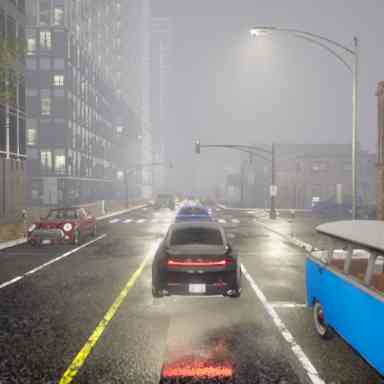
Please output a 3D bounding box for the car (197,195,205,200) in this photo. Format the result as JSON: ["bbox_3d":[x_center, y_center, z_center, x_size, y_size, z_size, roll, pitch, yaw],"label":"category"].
[{"bbox_3d":[2.569,1.509,92.472,2.008,1.369,4.403,-1,0,0],"label":"car"}]

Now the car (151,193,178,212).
[{"bbox_3d":[-3.151,1.204,39.382,2.150,2.045,5.566,0,0,0],"label":"car"}]

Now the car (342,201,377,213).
[{"bbox_3d":[16.381,1.786,29.958,4.313,1.339,1.947,1,0,1],"label":"car"}]

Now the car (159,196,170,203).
[{"bbox_3d":[-5.751,1.533,69.941,1.947,1.339,4.313,-1,0,0],"label":"car"}]

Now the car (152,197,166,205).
[{"bbox_3d":[-5.738,1.537,58.652,1.947,1.339,4.313,-1,0,0],"label":"car"}]

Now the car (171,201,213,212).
[{"bbox_3d":[0.070,1.468,17.957,1.882,1.535,5.008,0,0,0],"label":"car"}]

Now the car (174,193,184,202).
[{"bbox_3d":[-3.094,1.187,79.574,2.150,2.045,5.566,0,0,0],"label":"car"}]

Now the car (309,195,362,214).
[{"bbox_3d":[15.507,1.341,35.750,5.566,2.045,2.150,1,1,1],"label":"car"}]

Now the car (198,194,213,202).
[{"bbox_3d":[2.607,1.411,58.608,1.967,1.590,4.097,-1,0,0],"label":"car"}]

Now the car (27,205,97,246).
[{"bbox_3d":[-5.722,1.432,15.061,1.967,1.590,4.097,-1,0,0],"label":"car"}]

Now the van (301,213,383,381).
[{"bbox_3d":[2.669,1.339,3.987,1.690,1.788,3.998,-1,0,0],"label":"van"}]

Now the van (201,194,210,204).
[{"bbox_3d":[2.599,1.310,64.252,1.690,1.788,3.998,-1,0,0],"label":"van"}]

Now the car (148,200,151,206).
[{"bbox_3d":[-5.902,1.499,52.838,1.752,1.417,4.829,-1,0,0],"label":"car"}]

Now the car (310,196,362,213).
[{"bbox_3d":[16.480,1.402,38.335,5.009,1.841,2.192,1,0,1],"label":"car"}]

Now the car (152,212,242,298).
[{"bbox_3d":[0.088,1.500,8.469,1.837,1.490,4.892,0,0,0],"label":"car"}]

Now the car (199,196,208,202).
[{"bbox_3d":[2.590,1.546,75.540,1.802,1.307,4.206,-1,0,0],"label":"car"}]

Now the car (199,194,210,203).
[{"bbox_3d":[2.592,1.282,69.896,2.192,1.841,5.009,-1,0,0],"label":"car"}]

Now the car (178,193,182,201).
[{"bbox_3d":[-3.154,1.451,54.807,1.882,1.535,5.008,0,0,0],"label":"car"}]

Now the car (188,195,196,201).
[{"bbox_3d":[-0.094,1.462,79.534,1.837,1.490,4.892,0,0,0],"label":"car"}]

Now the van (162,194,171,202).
[{"bbox_3d":[-5.761,1.306,75.585,1.690,1.788,3.998,-1,0,0],"label":"van"}]

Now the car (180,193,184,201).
[{"bbox_3d":[-3.091,1.460,68.372,2.128,1.511,4.902,0,0,0],"label":"car"}]
